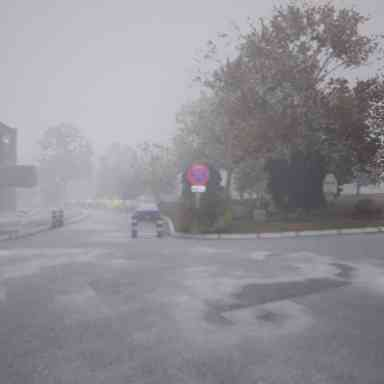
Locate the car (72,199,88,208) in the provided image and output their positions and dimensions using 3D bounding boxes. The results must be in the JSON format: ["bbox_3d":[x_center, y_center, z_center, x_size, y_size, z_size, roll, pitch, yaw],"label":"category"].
[{"bbox_3d":[-17.816,1.928,56.469,5.008,1.535,2.097,0,0,44],"label":"car"}]

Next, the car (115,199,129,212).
[{"bbox_3d":[-7.937,1.753,42.749,2.231,1.521,4.892,0,0,-24],"label":"car"}]

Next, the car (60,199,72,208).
[{"bbox_3d":[-22.063,2.064,60.505,4.892,1.521,2.231,-3,-1,37],"label":"car"}]

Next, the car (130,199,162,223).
[{"bbox_3d":[-3.446,1.559,25.963,2.097,1.535,5.008,1,-1,-7],"label":"car"}]

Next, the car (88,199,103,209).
[{"bbox_3d":[-13.874,1.839,52.382,2.231,1.521,4.892,0,-1,-40],"label":"car"}]

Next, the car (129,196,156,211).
[{"bbox_3d":[-4.392,1.371,31.885,2.435,2.045,5.566,1,-1,-13],"label":"car"}]

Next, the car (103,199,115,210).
[{"bbox_3d":[-10.655,1.802,47.805,2.097,1.535,5.008,0,-1,-32],"label":"car"}]
